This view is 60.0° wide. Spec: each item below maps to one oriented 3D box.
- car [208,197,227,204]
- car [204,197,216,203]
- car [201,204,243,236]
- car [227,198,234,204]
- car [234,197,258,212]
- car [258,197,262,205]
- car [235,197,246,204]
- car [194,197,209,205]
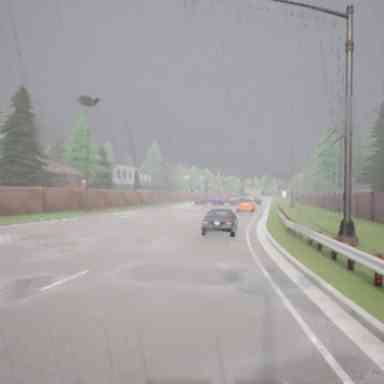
[{"bbox_3d":[5.108,1.848,65.450,1.882,1.535,5.008,1,0,14],"label":"car"},{"bbox_3d":[4.143,1.799,76.399,1.812,1.442,4.674,1,0,14],"label":"car"},{"bbox_3d":[1.694,1.661,19.424,2.033,1.411,5.357,1,0,10],"label":"car"},{"bbox_3d":[8.607,1.985,65.036,1.994,1.385,4.181,1,0,14],"label":"car"},{"bbox_3d":[7.116,1.658,43.415,2.097,1.767,4.553,1,0,13],"label":"car"},{"bbox_3d":[14.441,1.914,74.316,2.097,1.767,4.553,1,0,14],"label":"car"},{"bbox_3d":[10.949,1.854,74.762,1.882,1.535,5.008,1,0,14],"label":"car"},{"bbox_3d":[1.705,1.826,66.268,2.128,1.511,4.902,1,0,14],"label":"car"}]
